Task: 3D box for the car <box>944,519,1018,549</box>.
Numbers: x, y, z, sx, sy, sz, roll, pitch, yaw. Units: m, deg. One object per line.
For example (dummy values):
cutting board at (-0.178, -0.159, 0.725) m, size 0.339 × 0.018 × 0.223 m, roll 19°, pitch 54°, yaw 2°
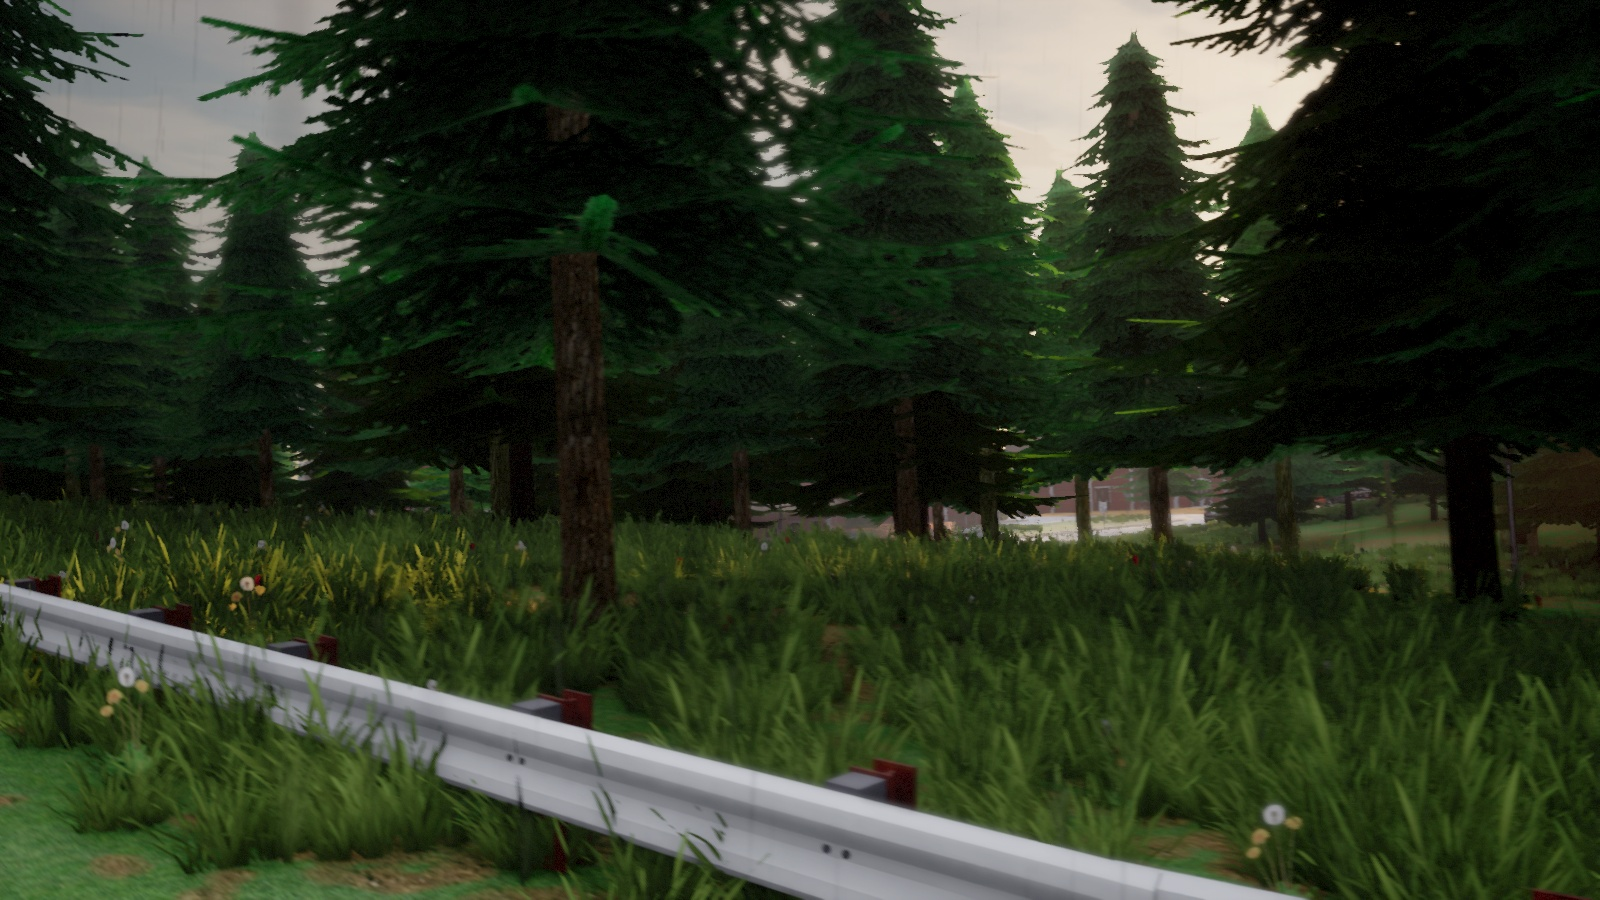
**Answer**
car at (12.020, 5.557, 83.152) m, size 4.902 × 1.511 × 2.128 m, roll -2°, pitch -3°, yaw -43°
